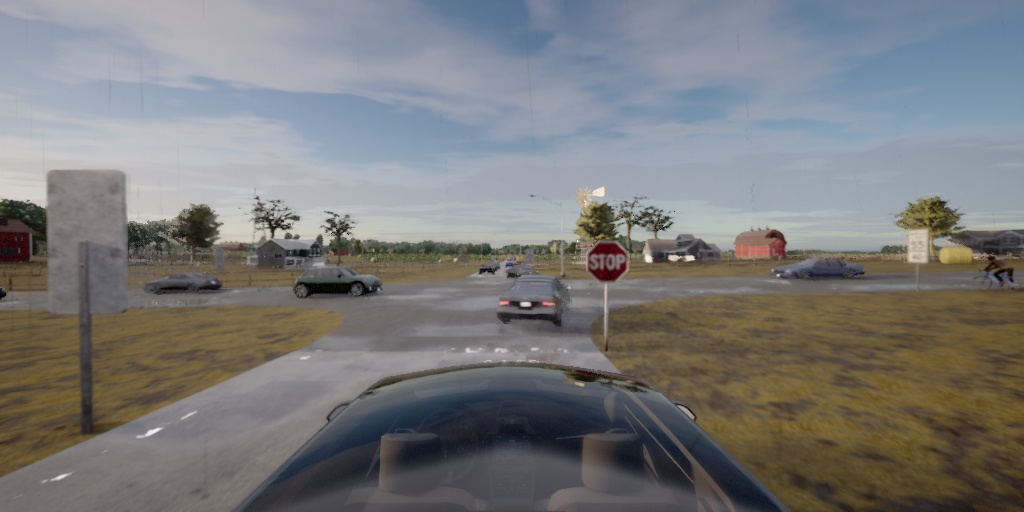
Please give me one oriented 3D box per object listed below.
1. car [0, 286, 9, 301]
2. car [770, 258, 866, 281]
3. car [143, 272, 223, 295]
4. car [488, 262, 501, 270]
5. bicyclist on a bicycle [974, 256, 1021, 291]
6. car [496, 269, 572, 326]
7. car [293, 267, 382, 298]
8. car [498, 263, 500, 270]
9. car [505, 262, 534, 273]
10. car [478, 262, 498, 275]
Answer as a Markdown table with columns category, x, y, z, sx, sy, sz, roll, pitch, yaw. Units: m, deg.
| category | x | y | z | sx | sy | sz | roll | pitch | yaw |
| --- | --- | --- | --- | --- | --- | --- | --- | --- | --- |
| car | -32.476 | 2.013 | 20.730 | 4.892 | 1.490 | 1.837 | -1 | 1 | 0 |
| car | 20.854 | 0.876 | 24.516 | 5.357 | 1.411 | 2.033 | -1 | 1 | 0 |
| car | -22.352 | 1.819 | 24.447 | 4.181 | 1.385 | 1.994 | -1 | 1 | 0 |
| car | -3.087 | 1.697 | 62.986 | 1.994 | 1.385 | 4.181 | 0 | 0 | 0 |
| bicyclist on a bicycle | 22.846 | 0.831 | 16.922 | 0.582 | 1.620 | 1.656 | -1 | -1 | 0 |
| car | 0.929 | 1.352 | 12.081 | 2.033 | 1.411 | 5.357 | 0 | 0 | 13 |
| car | -9.972 | 1.409 | 20.762 | 4.553 | 1.767 | 2.097 | -1 | 1 | 0 |
| car | -3.087 | 1.661 | 53.059 | 1.895 | 1.301 | 4.718 | 0 | 0 | 0 |
| car | 0.861 | 1.486 | 32.755 | 1.994 | 1.385 | 4.181 | 0 | 0 | -23 |
| car | -3.011 | 1.596 | 43.405 | 1.895 | 1.301 | 4.718 | 0 | 0 | -1 |
